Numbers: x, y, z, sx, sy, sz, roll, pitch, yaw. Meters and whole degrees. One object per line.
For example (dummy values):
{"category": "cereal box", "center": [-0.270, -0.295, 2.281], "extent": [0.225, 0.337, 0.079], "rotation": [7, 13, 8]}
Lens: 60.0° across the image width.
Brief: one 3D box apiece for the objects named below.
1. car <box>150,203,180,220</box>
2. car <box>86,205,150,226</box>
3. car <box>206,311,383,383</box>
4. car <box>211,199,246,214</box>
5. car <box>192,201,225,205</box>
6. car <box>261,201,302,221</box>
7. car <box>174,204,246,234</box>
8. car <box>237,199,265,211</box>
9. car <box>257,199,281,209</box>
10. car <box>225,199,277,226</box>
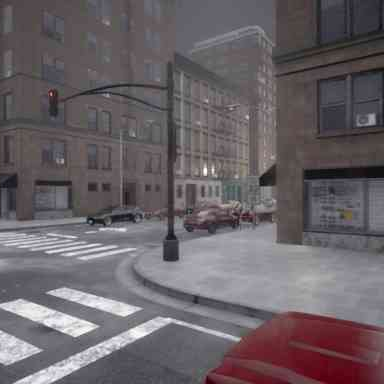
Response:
{"category": "car", "center": [-2.169, 1.603, 28.049], "extent": [1.802, 1.307, 4.206], "rotation": [0, 0, 36]}
{"category": "car", "center": [-5.379, 1.589, 23.560], "extent": [1.947, 1.339, 4.313], "rotation": [0, 0, 36]}
{"category": "car", "center": [2.351, 1.601, 2.013], "extent": [4.718, 1.301, 1.895], "rotation": [0, 0, 36]}
{"category": "car", "center": [4.151, 1.543, 36.888], "extent": [1.752, 1.417, 4.829], "rotation": [0, 0, 36]}
{"category": "car", "center": [1.040, 1.564, 32.537], "extent": [1.887, 1.381, 4.507], "rotation": [0, 0, 36]}
{"category": "car", "center": [7.668, 1.494, 28.010], "extent": [1.752, 1.417, 4.829], "rotation": [0, 0, 36]}
{"category": "car", "center": [1.149, 1.555, 18.893], "extent": [1.802, 1.307, 4.206], "rotation": [0, 0, 36]}
{"category": "car", "center": [7.460, 1.599, 41.515], "extent": [1.802, 1.307, 4.206], "rotation": [0, 0, 36]}
{"category": "car", "center": [10.669, 1.600, 46.004], "extent": [1.802, 1.307, 4.206], "rotation": [0, 0, 36]}
{"category": "car", "center": [4.359, 1.411, 23.383], "extent": [1.967, 1.590, 4.097], "rotation": [0, 0, 36]}
